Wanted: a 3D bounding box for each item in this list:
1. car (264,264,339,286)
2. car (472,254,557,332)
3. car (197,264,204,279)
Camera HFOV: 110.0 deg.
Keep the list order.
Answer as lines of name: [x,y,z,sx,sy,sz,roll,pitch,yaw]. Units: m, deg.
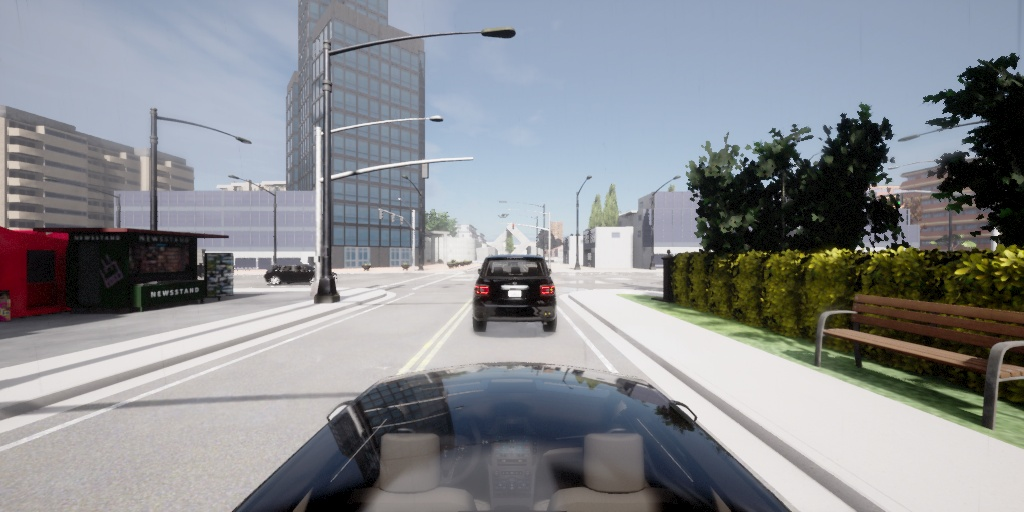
car: [-15.272,1.351,26.129,4.892,1.490,1.837,-1,0,0]
car: [0.082,0.971,11.013,2.150,2.045,5.566,0,0,0]
car: [-32.126,1.562,36.716,4.892,1.490,1.837,-1,0,0]
